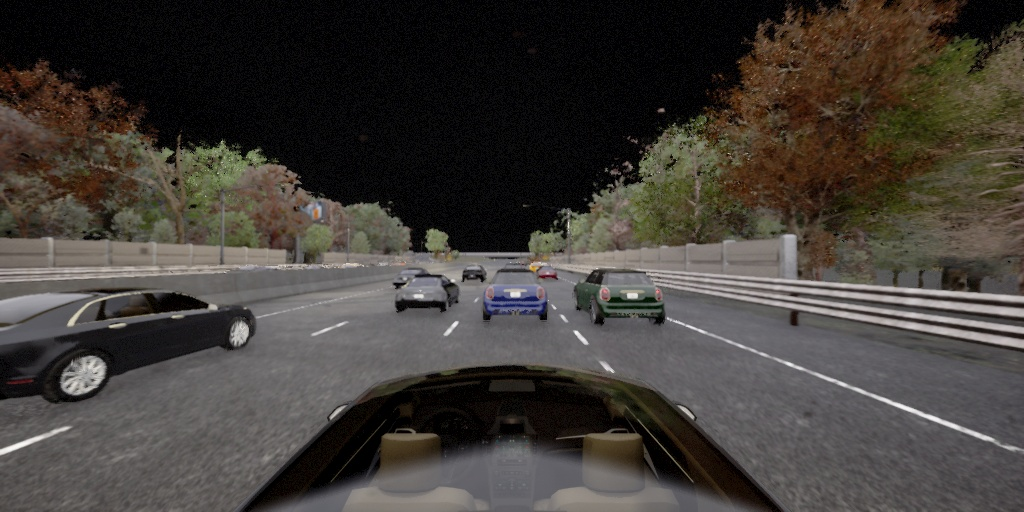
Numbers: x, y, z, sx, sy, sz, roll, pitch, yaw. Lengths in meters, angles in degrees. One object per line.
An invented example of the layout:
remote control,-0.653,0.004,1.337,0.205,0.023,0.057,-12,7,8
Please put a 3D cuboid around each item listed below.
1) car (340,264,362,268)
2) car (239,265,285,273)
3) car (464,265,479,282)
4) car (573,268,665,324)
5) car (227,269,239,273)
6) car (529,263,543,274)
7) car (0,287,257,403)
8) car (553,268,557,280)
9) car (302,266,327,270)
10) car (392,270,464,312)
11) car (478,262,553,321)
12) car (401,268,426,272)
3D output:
car,-17.580,1.633,39.002,1.882,1.535,5.008,0,-1,0
car,-24.585,1.726,36.227,1.895,1.301,4.718,0,-1,0
car,-3.390,1.564,32.856,1.882,1.535,5.008,0,-1,0
car,3.508,1.208,12.566,2.097,1.767,4.553,0,-1,0
car,-28.080,1.702,38.848,2.033,1.411,5.357,0,-1,0
car,3.513,1.785,53.275,1.882,1.535,5.008,0,-1,0
car,-6.899,1.305,6.424,1.837,1.490,4.892,0,-1,0
car,3.508,1.691,37.262,1.994,1.385,4.181,0,-1,0
car,-21.081,1.711,38.225,1.994,1.385,4.181,0,-1,0
car,-3.397,1.457,15.075,1.994,1.385,4.181,0,-1,0
car,0.102,1.224,13.132,2.097,1.767,4.553,0,-1,0
car,-6.898,1.555,25.609,2.033,1.411,5.357,0,-1,0
